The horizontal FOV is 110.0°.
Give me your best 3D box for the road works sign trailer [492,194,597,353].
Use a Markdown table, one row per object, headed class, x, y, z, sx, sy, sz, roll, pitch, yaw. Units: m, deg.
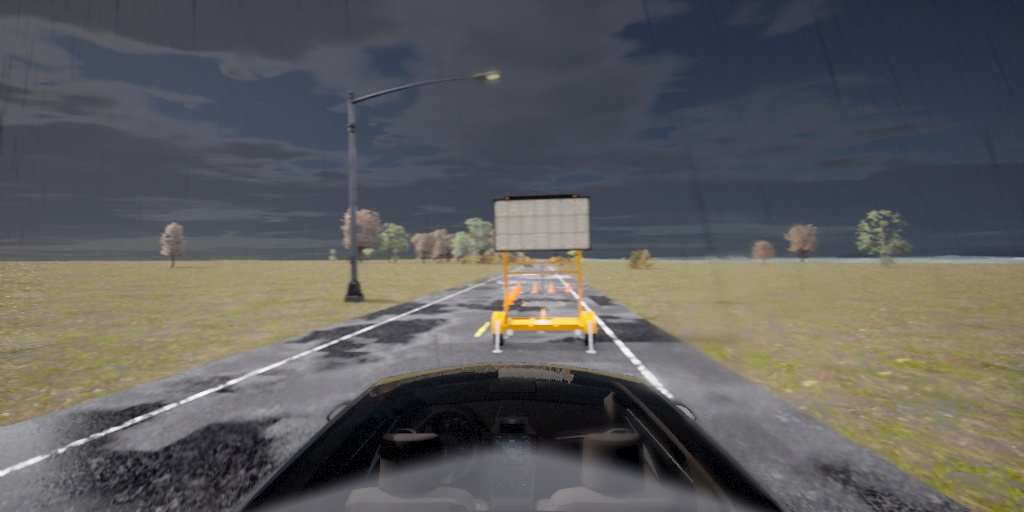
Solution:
| class | x | y | z | sx | sy | sz | roll | pitch | yaw |
| --- | --- | --- | --- | --- | --- | --- | --- | --- | --- |
| road works sign trailer | 0.799 | 0.286 | 9.027 | 2.380 | 3.560 | 2.880 | 0 | 0 | 5 |
